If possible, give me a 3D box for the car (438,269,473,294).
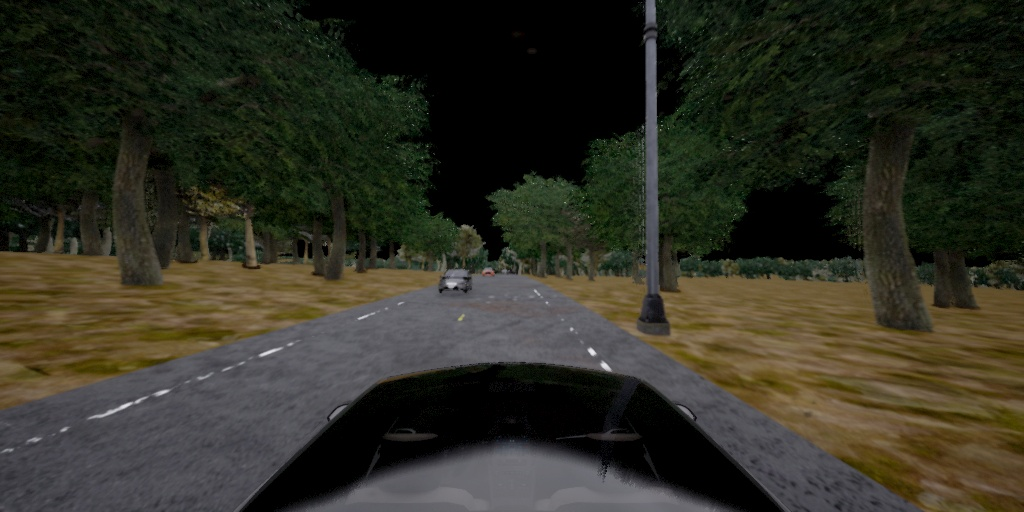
[{"bbox_3d":[-3.701,1.664,24.177,2.128,1.511,4.902,0,-1,0],"label":"car"}]

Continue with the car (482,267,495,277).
[{"bbox_3d":[-4.231,2.808,64.499,2.097,1.767,4.553,0,-2,-1],"label":"car"}]
